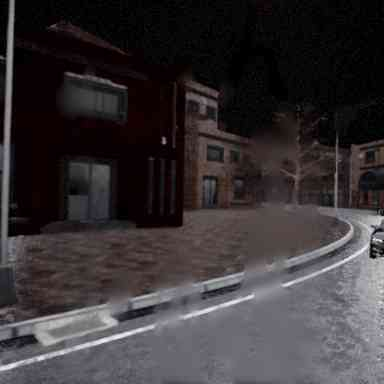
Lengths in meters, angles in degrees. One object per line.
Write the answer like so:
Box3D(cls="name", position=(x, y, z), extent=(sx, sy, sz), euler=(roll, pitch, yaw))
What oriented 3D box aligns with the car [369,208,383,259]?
Box3D(cls="car", position=(7.878, 1.594, 12.305), extent=(2.128, 1.511, 4.902), euler=(1, 0, 36))
